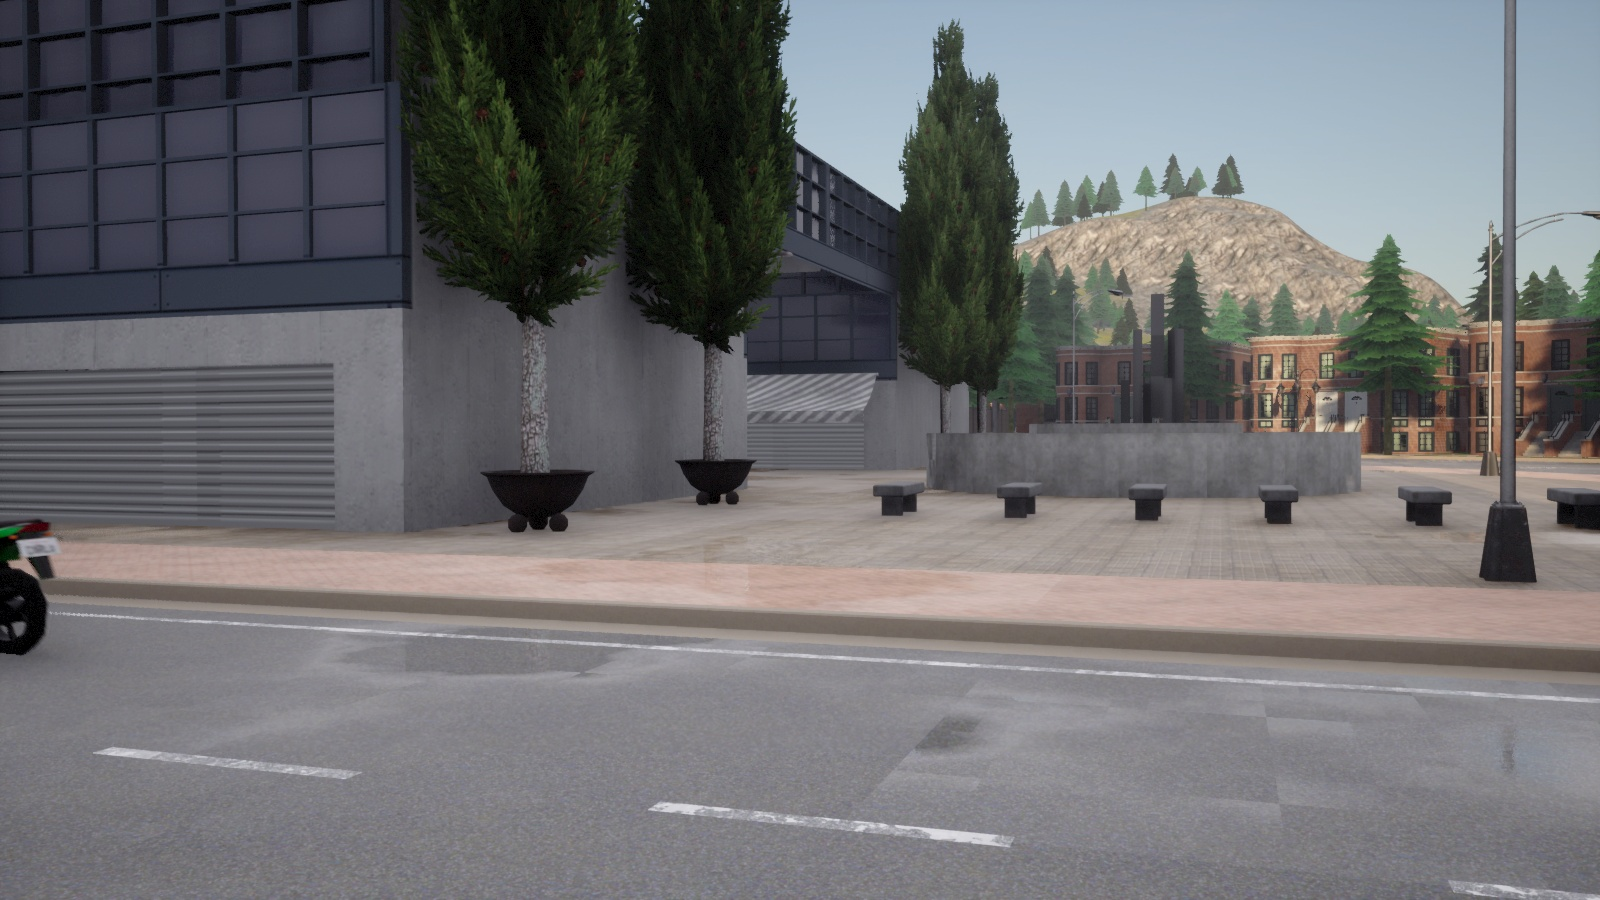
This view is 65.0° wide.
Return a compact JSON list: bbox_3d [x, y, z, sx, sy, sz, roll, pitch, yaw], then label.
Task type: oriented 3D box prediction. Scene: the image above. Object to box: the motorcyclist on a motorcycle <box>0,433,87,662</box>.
[{"bbox_3d":[-6.224,0.642,8.979,2.044,1.523,0.797,1,1,19],"label":"motorcyclist on a motorcycle"}]
